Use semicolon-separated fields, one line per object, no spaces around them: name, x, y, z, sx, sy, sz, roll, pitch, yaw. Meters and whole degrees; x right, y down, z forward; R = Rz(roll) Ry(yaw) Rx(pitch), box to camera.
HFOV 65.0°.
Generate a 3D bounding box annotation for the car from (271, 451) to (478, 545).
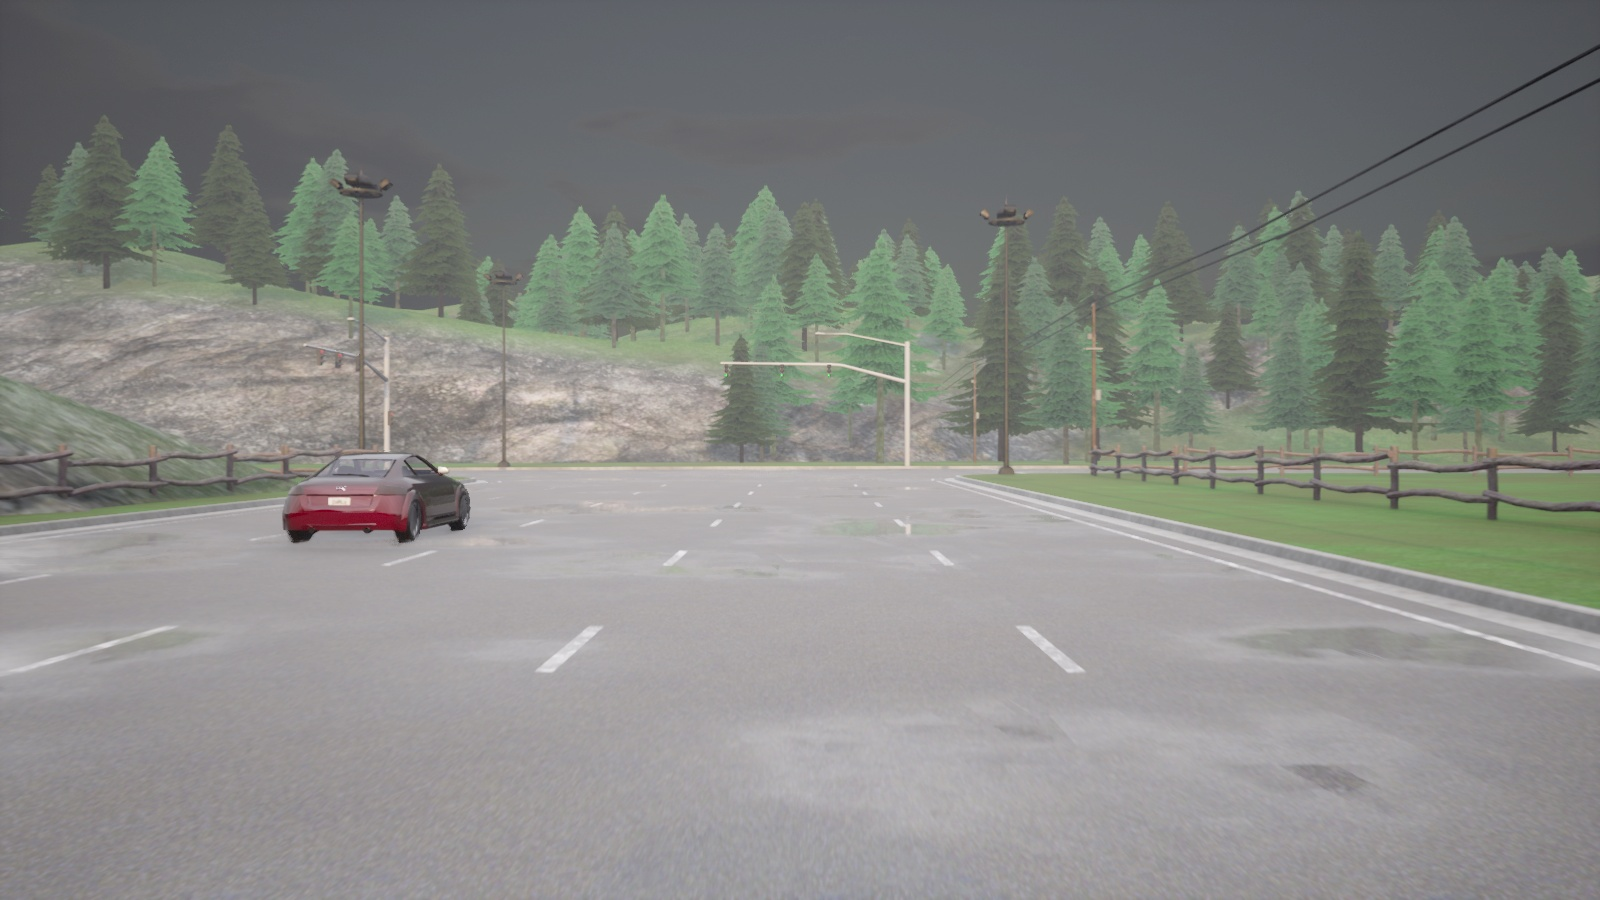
car;-6.866;0.714;20.768;1.994;1.385;4.181;0;0;0
